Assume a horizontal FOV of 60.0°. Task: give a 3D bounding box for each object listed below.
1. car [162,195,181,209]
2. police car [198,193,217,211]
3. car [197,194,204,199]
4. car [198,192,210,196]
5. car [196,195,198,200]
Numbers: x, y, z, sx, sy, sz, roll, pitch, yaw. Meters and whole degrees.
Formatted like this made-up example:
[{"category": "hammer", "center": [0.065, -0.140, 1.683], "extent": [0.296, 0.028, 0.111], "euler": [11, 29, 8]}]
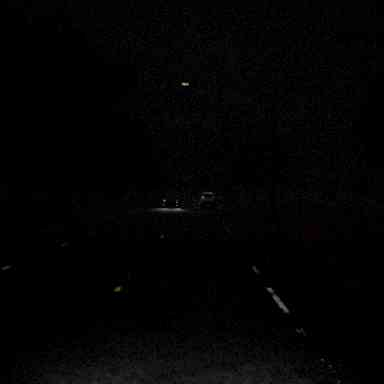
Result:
[{"category": "car", "center": [-2.544, 1.135, 42.666], "extent": [2.097, 1.767, 4.553], "euler": [2, 0, 2]}, {"category": "police car", "center": [2.029, 1.334, 40.781], "extent": [1.930, 1.638, 5.238], "euler": [1, 0, 2]}, {"category": "car", "center": [2.299, 1.187, 90.394], "extent": [1.994, 1.385, 4.181], "euler": [2, 0, 2]}, {"category": "car", "center": [2.337, 1.074, 50.704], "extent": [2.150, 2.045, 5.566], "euler": [3, 0, 2]}, {"category": "car", "center": [1.873, 1.219, 74.972], "extent": [1.994, 1.385, 4.181], "euler": [2, 0, 2]}]
